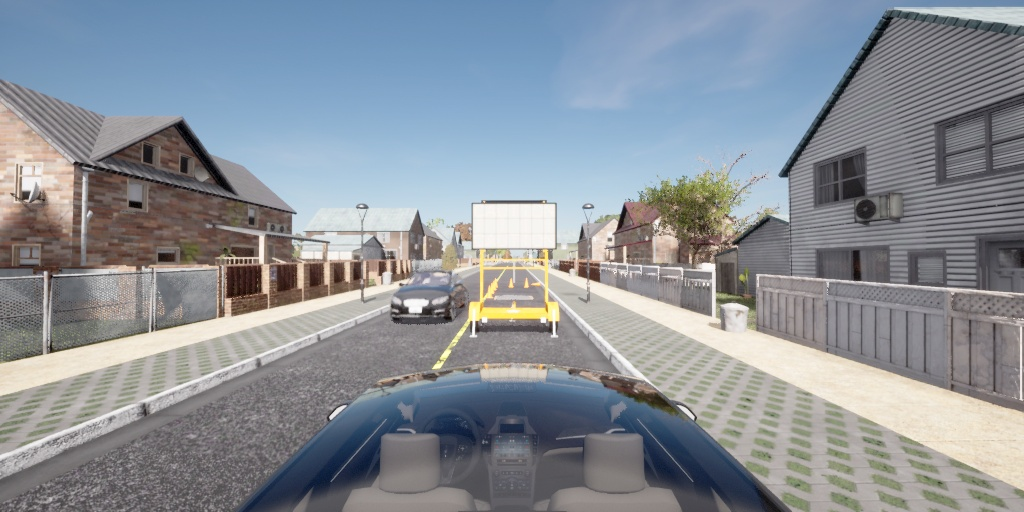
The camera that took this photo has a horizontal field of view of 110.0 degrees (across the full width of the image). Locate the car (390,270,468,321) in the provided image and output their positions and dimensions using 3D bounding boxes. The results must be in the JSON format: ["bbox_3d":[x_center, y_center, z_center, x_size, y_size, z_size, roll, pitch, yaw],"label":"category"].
[{"bbox_3d":[-2.691,1.250,12.482,2.128,1.511,4.902,0,0,0],"label":"car"}]

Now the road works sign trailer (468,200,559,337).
[{"bbox_3d":[0.060,0.220,10.255,2.380,3.560,2.880,0,0,1],"label":"road works sign trailer"}]
